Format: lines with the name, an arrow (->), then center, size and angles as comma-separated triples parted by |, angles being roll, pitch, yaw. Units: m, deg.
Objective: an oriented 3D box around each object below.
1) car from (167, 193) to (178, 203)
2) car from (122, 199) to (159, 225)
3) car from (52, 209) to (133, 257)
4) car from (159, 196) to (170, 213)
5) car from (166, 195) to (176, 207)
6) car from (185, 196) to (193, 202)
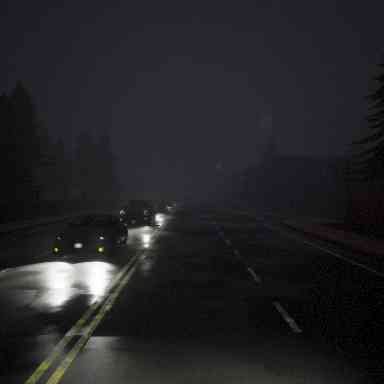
car -> -4.137, 1.223, 67.922 | 2.150, 2.045, 5.566 | 0, 0, 0
car -> -3.814, 1.352, 23.723 | 2.097, 1.767, 4.553 | 0, 0, -1
car -> -3.711, 1.564, 12.784 | 1.994, 1.385, 4.181 | 0, 0, -1
car -> -3.936, 1.492, 36.853 | 2.128, 1.511, 4.902 | 0, 0, 0
car -> -4.079, 1.547, 52.055 | 2.033, 1.411, 5.357 | 0, 0, -1
car -> -0.707, 1.540, 75.880 | 2.033, 1.411, 5.357 | 0, 0, -1
